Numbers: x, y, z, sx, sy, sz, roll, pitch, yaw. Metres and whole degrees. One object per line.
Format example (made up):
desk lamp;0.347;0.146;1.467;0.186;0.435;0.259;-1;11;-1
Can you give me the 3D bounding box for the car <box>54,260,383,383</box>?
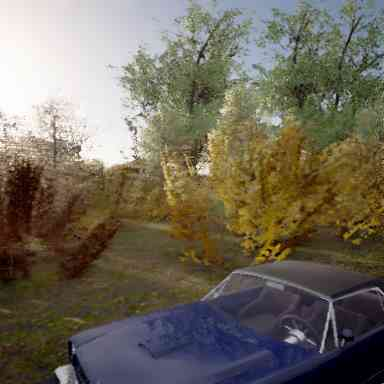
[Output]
car;1.043;1.600;3.816;4.718;1.301;1.895;0;0;-36
